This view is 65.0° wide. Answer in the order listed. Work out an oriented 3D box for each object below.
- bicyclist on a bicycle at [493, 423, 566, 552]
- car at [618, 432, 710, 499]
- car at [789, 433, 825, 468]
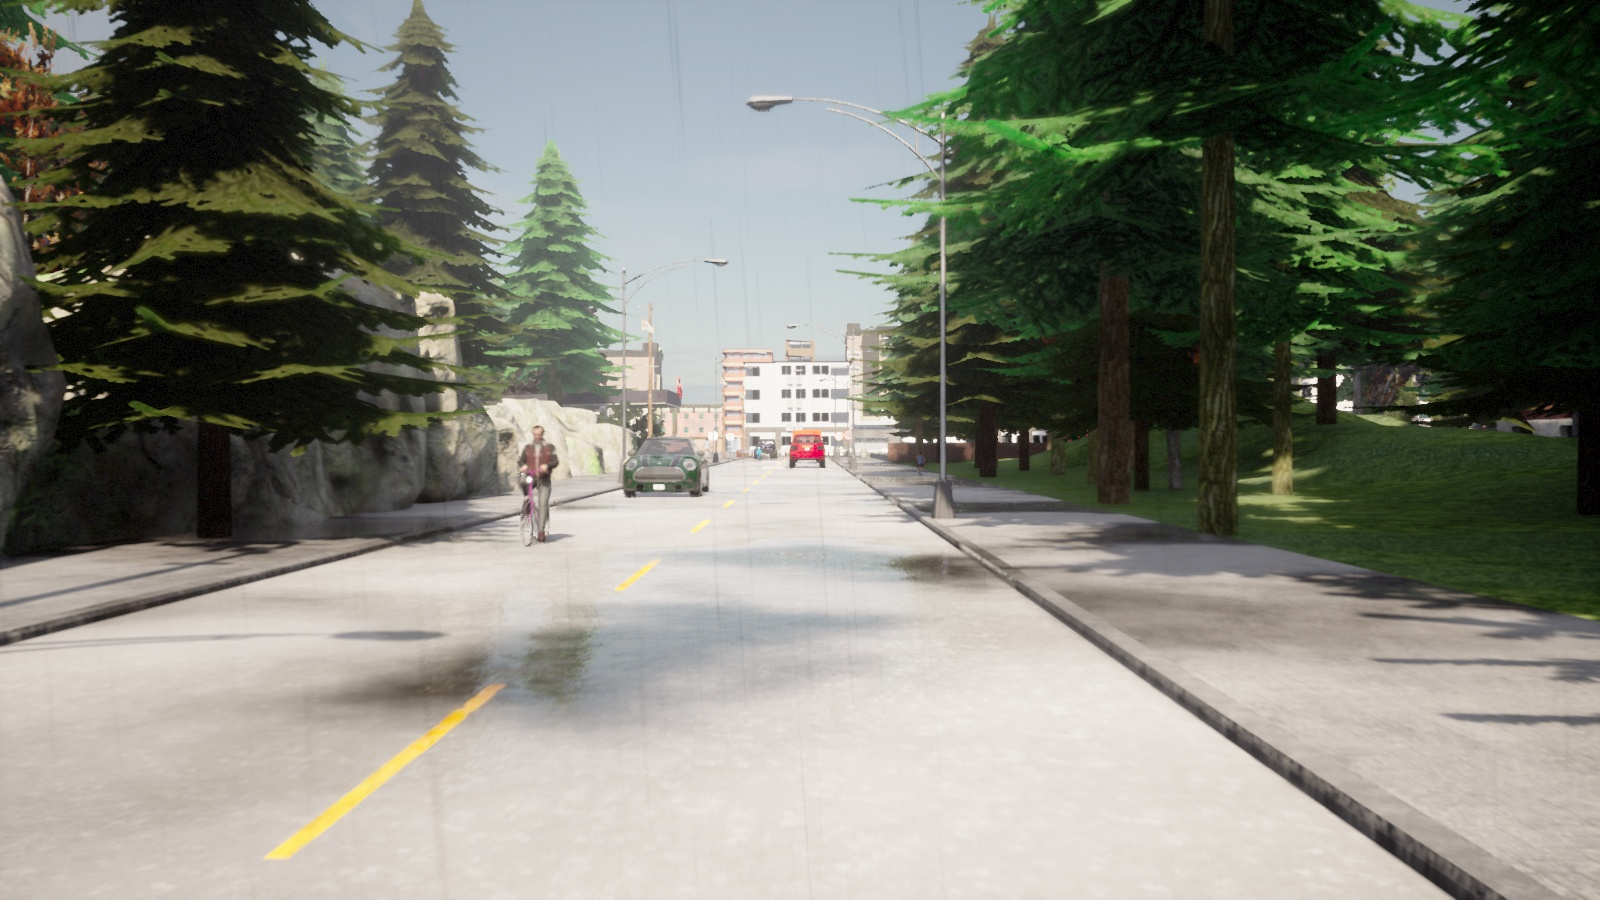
[{"bbox_3d":[-3.881,0.512,18.137,0.659,1.776,1.843,0,0,0],"label":"bicyclist on a bicycle"},{"bbox_3d":[-3.780,0.401,35.678,2.097,1.767,4.553,0,0,0],"label":"car"},{"bbox_3d":[0.454,0.027,77.431,2.150,2.045,5.566,0,0,1],"label":"car"}]
